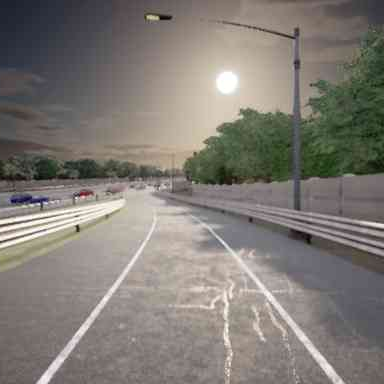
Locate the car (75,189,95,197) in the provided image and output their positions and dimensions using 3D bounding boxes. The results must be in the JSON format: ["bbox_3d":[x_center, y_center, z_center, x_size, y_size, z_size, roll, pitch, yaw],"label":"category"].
[{"bbox_3d":[-26.850,0.116,85.102,2.150,2.045,5.566,0,3,7],"label":"car"}]

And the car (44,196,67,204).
[{"bbox_3d":[-25.935,1.523,64.094,1.994,1.385,4.181,0,3,7],"label":"car"}]

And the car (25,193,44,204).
[{"bbox_3d":[-29.407,1.435,64.526,1.882,1.535,5.008,0,3,7],"label":"car"}]

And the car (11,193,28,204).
[{"bbox_3d":[-32.876,1.166,64.979,2.150,2.045,5.566,0,3,7],"label":"car"}]
